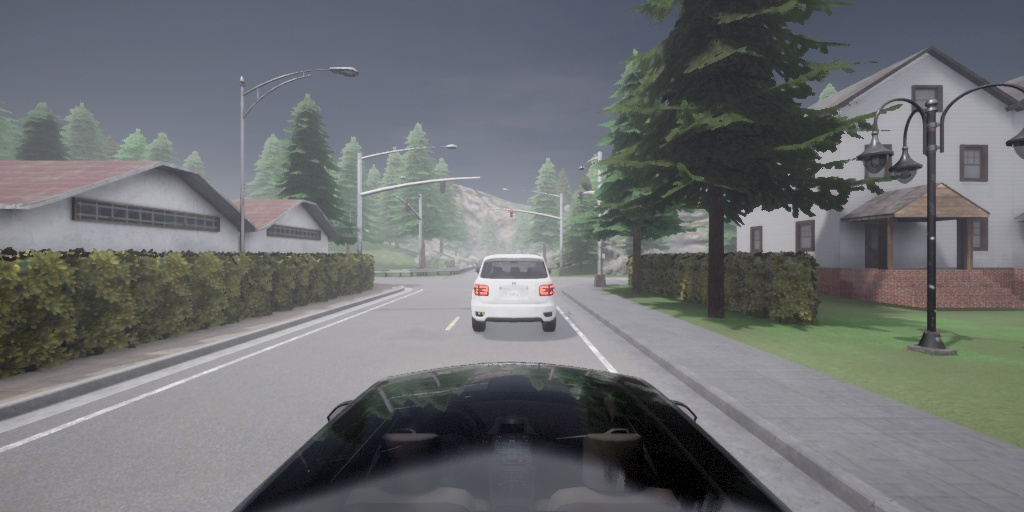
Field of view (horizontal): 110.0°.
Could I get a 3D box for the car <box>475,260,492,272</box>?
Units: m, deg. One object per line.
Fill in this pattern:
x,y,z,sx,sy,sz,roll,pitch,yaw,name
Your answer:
-3.601,1.255,46.078,1.837,1.490,4.892,0,0,0,car

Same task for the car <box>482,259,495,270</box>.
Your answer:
-3.600,1.276,55.315,1.812,1.442,4.674,0,0,0,car

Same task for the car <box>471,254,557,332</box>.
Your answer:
0.064,0.971,11.003,2.150,2.045,5.566,0,0,0,car
